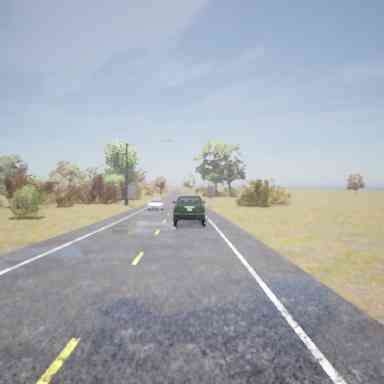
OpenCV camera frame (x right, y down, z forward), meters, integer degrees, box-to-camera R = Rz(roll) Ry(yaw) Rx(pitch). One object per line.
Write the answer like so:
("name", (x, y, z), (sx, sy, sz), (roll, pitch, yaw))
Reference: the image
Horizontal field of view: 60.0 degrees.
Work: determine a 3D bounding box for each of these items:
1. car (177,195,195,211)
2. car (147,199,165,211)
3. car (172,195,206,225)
("car", (-0.831, 1.321, 41.778), (2.097, 1.767, 4.553), (0, 0, -2))
("car", (-4.364, 1.542, 40.522), (1.812, 1.442, 4.674), (0, 0, -2))
("car", (-0.218, 1.213, 23.800), (2.150, 2.045, 5.566), (0, 0, -1))
